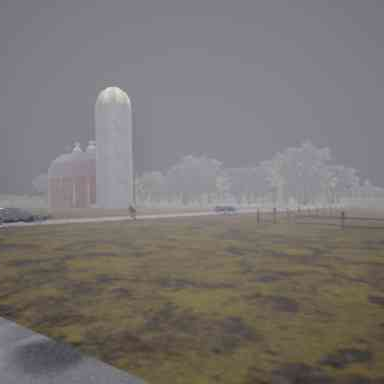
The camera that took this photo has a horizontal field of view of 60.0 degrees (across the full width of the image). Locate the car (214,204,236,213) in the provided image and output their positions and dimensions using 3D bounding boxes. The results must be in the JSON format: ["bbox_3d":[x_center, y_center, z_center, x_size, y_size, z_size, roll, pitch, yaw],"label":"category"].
[{"bbox_3d":[5.592,2.686,55.560,1.882,1.535,5.008,-2,-2,36],"label":"car"}]

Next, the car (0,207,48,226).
[{"bbox_3d":[-14.777,1.979,27.393,2.033,1.411,5.357,-2,-3,37],"label":"car"}]

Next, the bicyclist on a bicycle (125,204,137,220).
[{"bbox_3d":[-6.222,2.053,33.842,1.656,1.620,0.582,-1,-2,36],"label":"bicyclist on a bicycle"}]
